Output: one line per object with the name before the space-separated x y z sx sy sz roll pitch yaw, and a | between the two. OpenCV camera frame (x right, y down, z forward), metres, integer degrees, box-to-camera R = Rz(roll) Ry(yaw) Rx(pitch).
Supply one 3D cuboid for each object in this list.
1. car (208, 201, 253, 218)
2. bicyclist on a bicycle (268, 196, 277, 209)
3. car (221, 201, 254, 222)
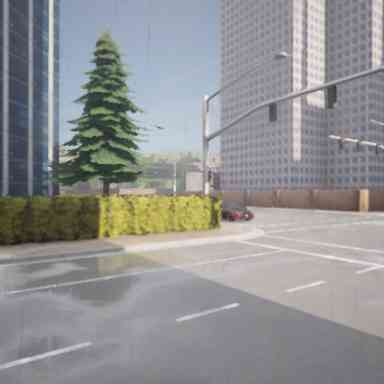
car | 3.609 1.604 31.987 1.994 1.385 4.181 0 0 -35
bicyclist on a bicycle | 10.429 1.364 43.116 1.656 1.620 0.582 0 0 -35
car | 3.006 1.597 26.761 1.994 1.385 4.181 0 0 -35
